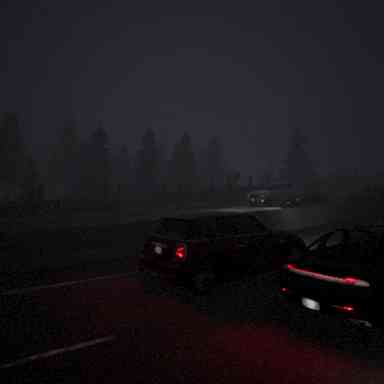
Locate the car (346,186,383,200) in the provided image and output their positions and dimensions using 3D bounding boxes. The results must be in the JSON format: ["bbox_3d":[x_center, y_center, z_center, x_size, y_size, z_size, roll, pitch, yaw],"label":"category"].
[{"bbox_3d":[14.315,0.233,27.011,4.181,1.385,1.994,-5,3,-35],"label":"car"}]

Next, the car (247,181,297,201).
[{"bbox_3d":[7.578,0.130,30.818,5.566,2.045,2.150,-5,3,-35],"label":"car"}]

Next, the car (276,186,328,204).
[{"bbox_3d":[9.585,0.439,27.948,4.674,1.442,1.812,-5,3,-35],"label":"car"}]

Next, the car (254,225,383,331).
[{"bbox_3d":[3.764,1.405,6.423,4.902,1.511,2.128,-2,1,-35],"label":"car"}]

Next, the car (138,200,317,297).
[{"bbox_3d":[0.976,1.285,8.744,4.553,1.767,2.097,-1,1,-35],"label":"car"}]
